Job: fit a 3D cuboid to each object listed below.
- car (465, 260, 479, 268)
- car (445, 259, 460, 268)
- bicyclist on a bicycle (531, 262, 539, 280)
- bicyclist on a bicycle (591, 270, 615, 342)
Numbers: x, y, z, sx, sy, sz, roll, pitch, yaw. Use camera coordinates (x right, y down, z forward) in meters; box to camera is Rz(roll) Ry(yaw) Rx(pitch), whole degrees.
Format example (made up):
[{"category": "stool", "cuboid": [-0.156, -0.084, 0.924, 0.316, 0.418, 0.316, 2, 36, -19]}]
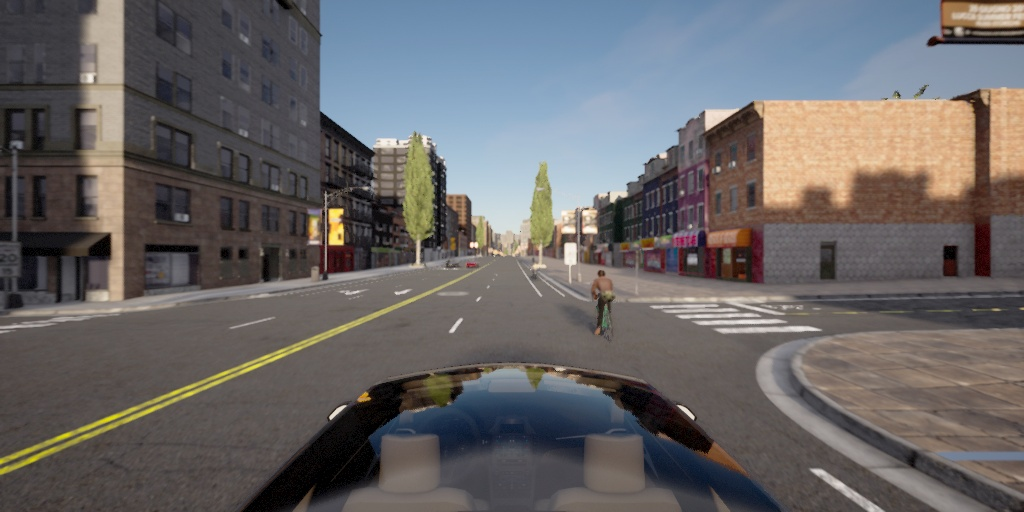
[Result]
[{"category": "car", "cuboid": [-6.617, 1.325, 59.590, 1.895, 1.301, 4.718, 0, 1, 0]}, {"category": "car", "cuboid": [-9.867, 1.226, 59.613, 1.837, 1.490, 4.892, 0, 1, 0]}, {"category": "bicyclist on a bicycle", "cuboid": [2.167, 1.367, 33.504, 0.866, 1.612, 1.509, 0, 0, 0]}, {"category": "bicyclist on a bicycle", "cuboid": [2.225, 1.171, 8.759, 0.582, 1.620, 1.656, -1, 2, 0]}]
